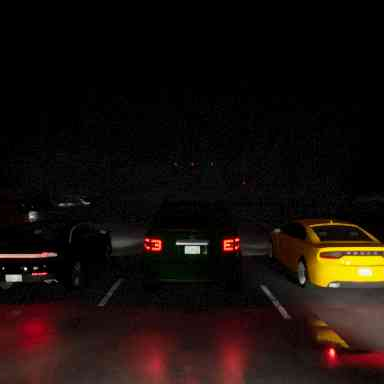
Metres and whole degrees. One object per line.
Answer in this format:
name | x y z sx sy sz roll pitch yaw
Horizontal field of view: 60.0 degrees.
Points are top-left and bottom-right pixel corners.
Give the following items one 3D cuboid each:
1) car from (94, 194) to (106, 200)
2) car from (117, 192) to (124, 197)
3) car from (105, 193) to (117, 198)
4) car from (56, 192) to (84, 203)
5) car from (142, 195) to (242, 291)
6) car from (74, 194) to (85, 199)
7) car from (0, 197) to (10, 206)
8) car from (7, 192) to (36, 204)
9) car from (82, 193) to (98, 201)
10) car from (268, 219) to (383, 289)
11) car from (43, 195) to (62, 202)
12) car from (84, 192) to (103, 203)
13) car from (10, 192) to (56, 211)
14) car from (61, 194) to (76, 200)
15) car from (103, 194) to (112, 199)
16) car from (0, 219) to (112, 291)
car | -22.333 1.188 80.895 1.994 1.385 4.181 0 0 -1
car | -18.877 1.181 82.277 1.994 1.385 4.181 0 0 -1
car | -18.690 1.217 73.272 2.033 1.411 5.357 0 0 -1
car | -22.017 0.971 60.317 2.150 2.045 5.566 0 0 0
car | -0.013 1.212 9.131 2.150 2.045 5.566 0 0 0
car | -29.902 1.144 88.837 1.994 1.385 4.181 0 0 -7
car | -21.672 1.438 37.608 1.994 1.385 4.181 0 0 -1
car | -28.964 0.990 56.765 2.150 2.045 5.566 0 0 -1
car | -22.177 1.036 72.502 2.097 1.767 4.553 0 0 -1
car | 3.475 1.468 9.186 1.882 1.535 5.008 0 0 0
car | -29.127 1.292 69.542 1.895 1.301 4.718 0 0 -1
car | -18.544 1.286 62.139 2.033 1.411 5.357 0 0 -1
car | -18.186 1.092 38.406 2.150 2.045 5.566 0 0 -1
car | -29.289 1.171 78.801 1.812 1.442 4.674 0 0 -1
car | -23.151 1.133 90.909 1.994 1.385 4.181 0 0 -7
car | -3.522 1.483 8.987 2.128 1.511 4.902 0 0 0
